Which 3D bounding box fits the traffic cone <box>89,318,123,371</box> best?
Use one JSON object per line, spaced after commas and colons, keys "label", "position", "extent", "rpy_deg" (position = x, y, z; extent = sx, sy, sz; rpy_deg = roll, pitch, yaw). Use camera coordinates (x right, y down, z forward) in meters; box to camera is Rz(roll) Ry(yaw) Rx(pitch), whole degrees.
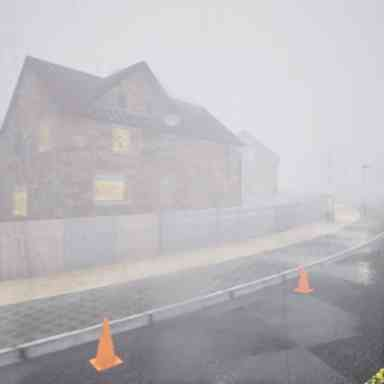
{"label": "traffic cone", "position": [-1.146, 1.972, 4.428], "extent": [0.340, 0.580, 0.340], "rpy_deg": [0, 0, -38]}

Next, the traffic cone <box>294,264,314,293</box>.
{"label": "traffic cone", "position": [2.532, 1.934, 7.524], "extent": [0.340, 0.580, 0.340], "rpy_deg": [-1, 0, -42]}
